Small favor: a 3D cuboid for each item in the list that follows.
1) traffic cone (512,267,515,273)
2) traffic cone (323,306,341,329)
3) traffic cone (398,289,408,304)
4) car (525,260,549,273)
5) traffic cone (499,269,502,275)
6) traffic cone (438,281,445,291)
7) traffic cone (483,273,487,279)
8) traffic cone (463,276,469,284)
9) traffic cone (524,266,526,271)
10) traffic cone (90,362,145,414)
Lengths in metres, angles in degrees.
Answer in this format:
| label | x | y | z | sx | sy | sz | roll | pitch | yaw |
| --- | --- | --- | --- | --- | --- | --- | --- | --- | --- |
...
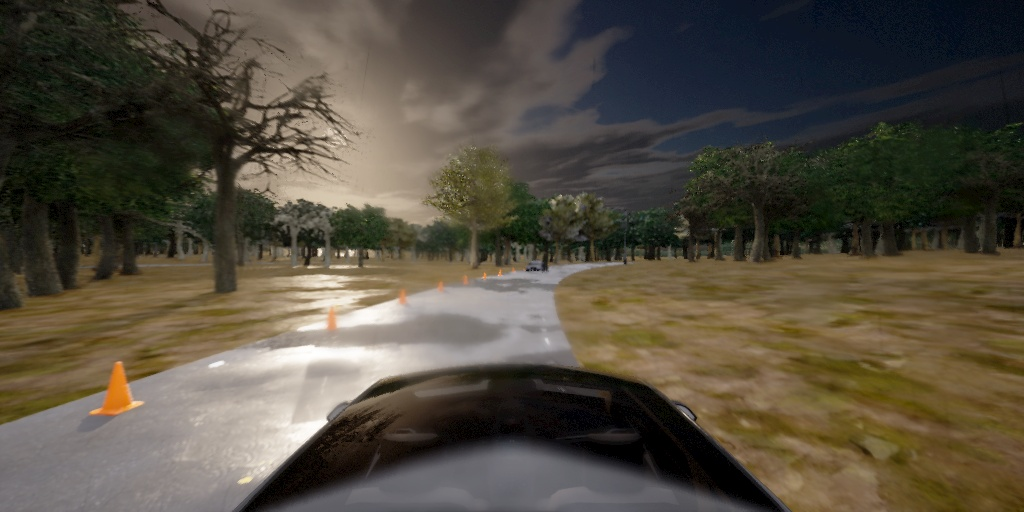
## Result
| label | x | y | z | sx | sy | sz | roll | pitch | yaw |
| --- | --- | --- | --- | --- | --- | --- | --- | --- | --- |
| traffic cone | 0.177 | 1.561 | 39.794 | 0.340 | 0.580 | 0.340 | 0 | 0 | 16 |
| traffic cone | -4.844 | 1.646 | 9.661 | 0.340 | 0.580 | 0.340 | 0 | 0 | 3 |
| traffic cone | -4.484 | 1.646 | 14.750 | 0.340 | 0.580 | 0.340 | 0 | 0 | 5 |
| car | 2.872 | 1.198 | 40.679 | 1.994 | 1.385 | 4.181 | 1 | 1 | 17 |
| traffic cone | -1.134 | 1.590 | 34.864 | 0.340 | 0.580 | 0.340 | 0 | 0 | 14 |
| traffic cone | -3.933 | 1.642 | 19.824 | 0.340 | 0.580 | 0.340 | 0 | 0 | 7 |
| traffic cone | -2.256 | 1.613 | 29.888 | 0.340 | 0.580 | 0.340 | 0 | 0 | 12 |
| traffic cone | -3.191 | 1.631 | 24.871 | 0.340 | 0.580 | 0.340 | 0 | 0 | 9 |
| traffic cone | 1.673 | 1.526 | 44.672 | 0.340 | 0.580 | 0.340 | 0 | 0 | 18 |
| traffic cone | -5.009 | 1.647 | 4.560 | 0.340 | 0.580 | 0.340 | 0 | 0 | 1 |
